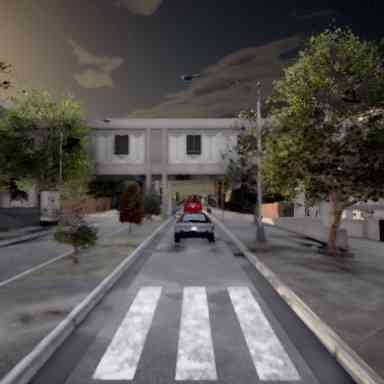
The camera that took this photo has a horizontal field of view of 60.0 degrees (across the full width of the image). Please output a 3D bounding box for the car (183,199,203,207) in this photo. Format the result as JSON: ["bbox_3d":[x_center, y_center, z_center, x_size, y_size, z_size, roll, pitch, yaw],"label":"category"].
[{"bbox_3d":[0.109,1.844,40.944,2.150,2.045,5.566,0,-2,0],"label":"car"}]

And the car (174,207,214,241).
[{"bbox_3d":[0.104,1.698,17.518,1.994,1.385,4.181,0,-1,0],"label":"car"}]
